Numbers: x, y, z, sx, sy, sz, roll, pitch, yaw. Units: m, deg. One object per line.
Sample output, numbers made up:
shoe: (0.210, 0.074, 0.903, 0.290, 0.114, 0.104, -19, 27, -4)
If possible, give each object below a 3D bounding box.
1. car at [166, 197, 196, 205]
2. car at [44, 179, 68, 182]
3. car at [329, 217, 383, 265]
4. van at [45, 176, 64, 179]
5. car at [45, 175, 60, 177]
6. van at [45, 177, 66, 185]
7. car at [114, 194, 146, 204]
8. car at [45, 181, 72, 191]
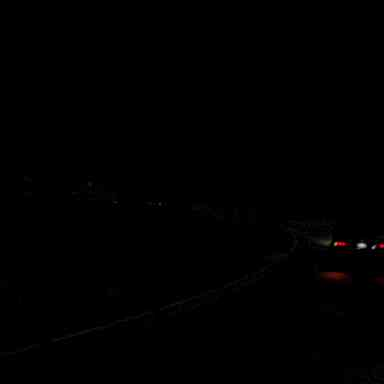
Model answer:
car: (-1.621, 1.164, 45.243, 4.674, 1.442, 1.812, 3, 1, 34)
car: (-30.586, -1.538, 75.843, 5.366, 1.575, 1.946, -1, 6, -45)
car: (6.098, 1.669, 12.192, 2.033, 1.411, 5.357, 0, -1, 24)
van: (-31.645, -2.022, 78.795, 4.442, 1.987, 1.878, -1, 5, -45)
car: (-33.022, -2.302, 81.436, 5.566, 2.045, 2.435, -1, 6, -45)
van: (-35.650, -2.790, 86.878, 4.442, 1.987, 1.878, -1, 6, -45)
car: (-8.370, 0.908, 44.917, 4.181, 1.385, 1.994, 3, 0, 20)
car: (-27.903, -1.022, 70.472, 4.892, 1.521, 2.231, -1, 5, -45)
